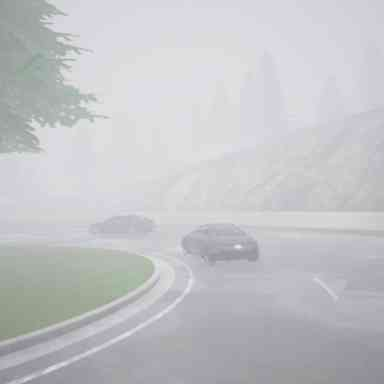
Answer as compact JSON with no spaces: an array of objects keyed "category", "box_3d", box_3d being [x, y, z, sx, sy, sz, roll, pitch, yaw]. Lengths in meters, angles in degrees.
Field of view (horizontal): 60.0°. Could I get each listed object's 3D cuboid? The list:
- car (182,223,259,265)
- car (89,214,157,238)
[{"category":"car","box_3d":[1.011,1.950,13.500,1.994,1.385,4.181,0,-2,-17]},{"category":"car","box_3d":[-4.796,2.284,22.930,4.892,1.490,1.837,-2,-3,20]}]
